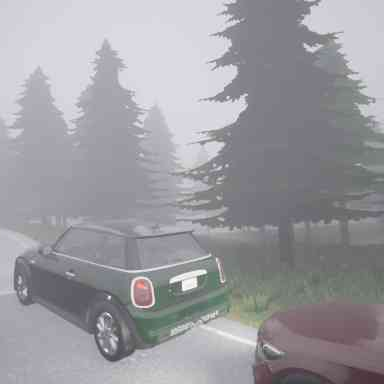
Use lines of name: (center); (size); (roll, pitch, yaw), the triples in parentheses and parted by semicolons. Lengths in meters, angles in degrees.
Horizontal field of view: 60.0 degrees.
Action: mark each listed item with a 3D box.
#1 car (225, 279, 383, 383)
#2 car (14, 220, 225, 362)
car: (2.768, 1.532, 2.584); (4.674, 1.442, 1.812); (1, 0, 36)
car: (-1.566, 1.309, 6.198); (4.553, 1.767, 2.097); (1, 1, 44)
